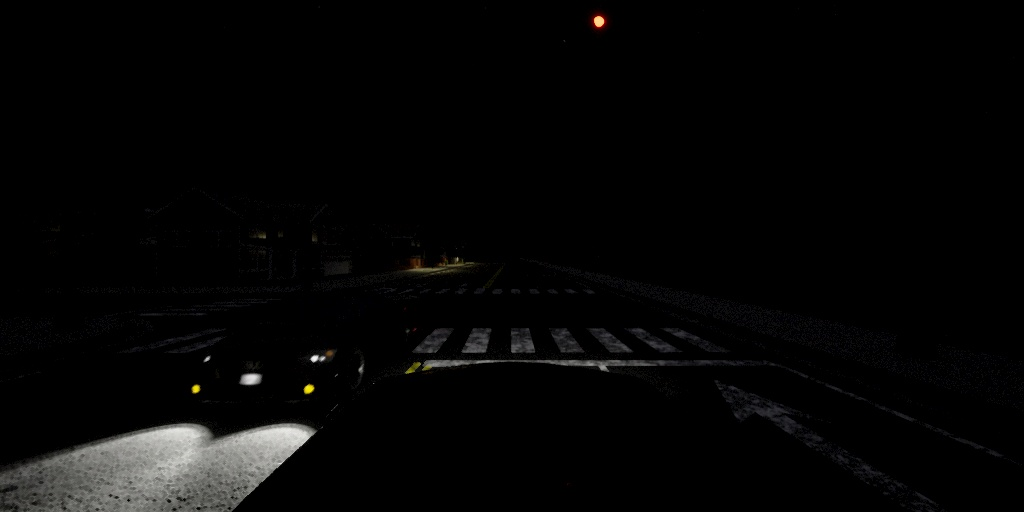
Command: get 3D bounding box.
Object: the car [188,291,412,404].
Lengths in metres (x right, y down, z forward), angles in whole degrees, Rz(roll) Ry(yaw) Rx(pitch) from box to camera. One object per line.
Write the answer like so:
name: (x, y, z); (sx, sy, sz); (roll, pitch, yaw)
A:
car: (-3.255, 1.350, 6.461); (1.994, 1.385, 4.181); (0, 0, 0)
